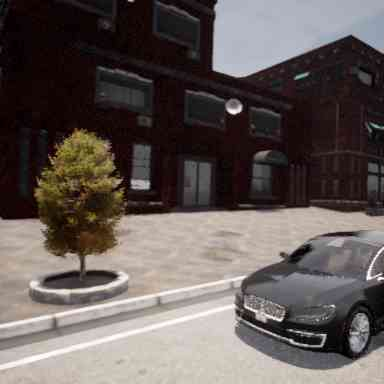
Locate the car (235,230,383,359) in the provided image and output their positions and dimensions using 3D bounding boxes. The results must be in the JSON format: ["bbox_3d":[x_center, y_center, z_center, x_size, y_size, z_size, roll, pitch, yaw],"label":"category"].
[{"bbox_3d":[2.944,1.526,6.093,4.892,1.490,1.837,0,0,-36],"label":"car"}]
